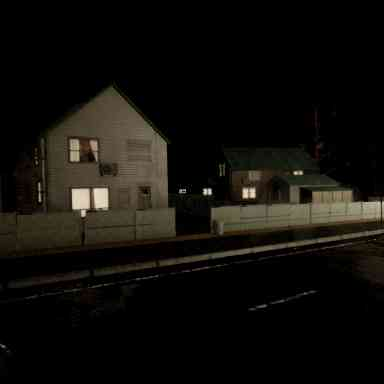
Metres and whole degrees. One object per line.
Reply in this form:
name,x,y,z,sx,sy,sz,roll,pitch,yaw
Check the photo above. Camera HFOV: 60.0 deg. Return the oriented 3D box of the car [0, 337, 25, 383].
car,-3.035,1.565,1.521,4.181,1.385,1.994,0,0,-35
